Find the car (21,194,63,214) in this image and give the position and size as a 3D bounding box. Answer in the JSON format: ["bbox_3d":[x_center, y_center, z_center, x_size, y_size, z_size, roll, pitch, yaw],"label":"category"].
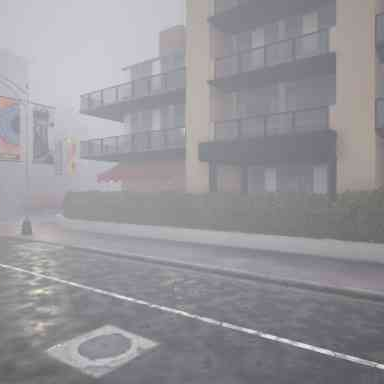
[{"bbox_3d":[-15.310,1.222,35.580,2.150,2.045,5.566,0,0,35],"label":"car"}]
